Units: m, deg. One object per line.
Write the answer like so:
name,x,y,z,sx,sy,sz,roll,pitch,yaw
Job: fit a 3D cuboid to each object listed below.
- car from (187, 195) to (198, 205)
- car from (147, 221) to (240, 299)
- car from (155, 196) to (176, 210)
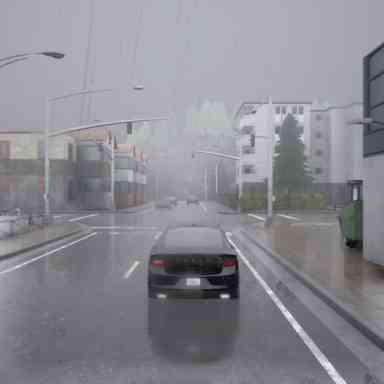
car,0.104,1.352,60.303,2.097,1.767,4.553,0,0,0
car,0.050,1.478,8.498,1.882,1.535,5.008,0,0,1
car,-3.580,1.548,42.835,2.033,1.411,5.357,0,0,0
